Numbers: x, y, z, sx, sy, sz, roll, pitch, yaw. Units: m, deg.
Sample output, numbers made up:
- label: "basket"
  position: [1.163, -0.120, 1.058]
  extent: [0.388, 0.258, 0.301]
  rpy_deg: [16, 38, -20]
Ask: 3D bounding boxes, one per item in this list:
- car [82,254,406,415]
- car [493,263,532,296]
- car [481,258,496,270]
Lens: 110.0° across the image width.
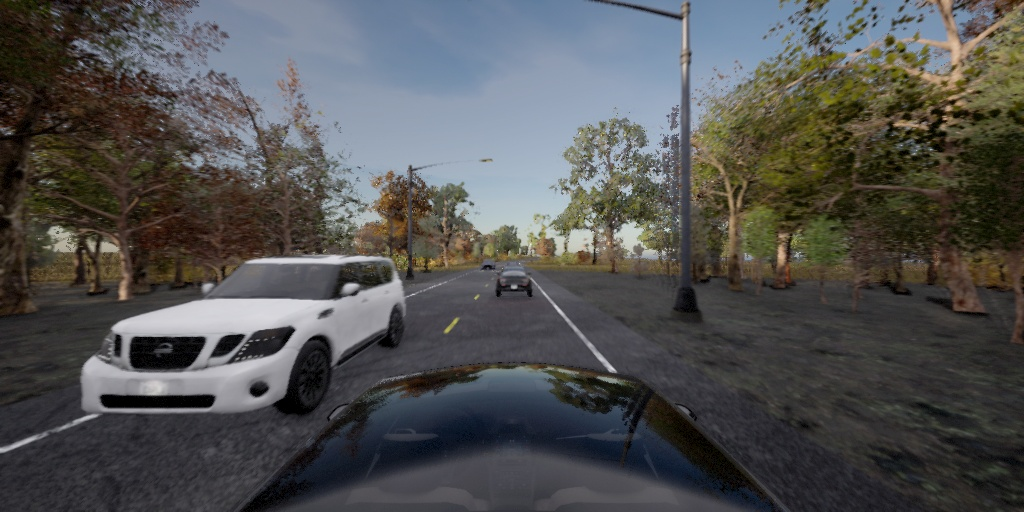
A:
- label: "car"
  position: [-3.595, 0.984, 6.367]
  extent: [2.150, 2.045, 5.566]
  rpy_deg: [0, 0, 0]
- label: "car"
  position: [0.107, 1.319, 19.629]
  extent: [1.812, 1.442, 4.674]
  rpy_deg: [0, 0, 0]
- label: "car"
  position: [-3.484, 1.228, 54.100]
  extent: [2.097, 1.767, 4.553]
  rpy_deg: [0, 0, 0]
